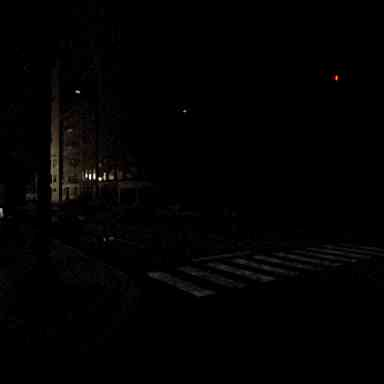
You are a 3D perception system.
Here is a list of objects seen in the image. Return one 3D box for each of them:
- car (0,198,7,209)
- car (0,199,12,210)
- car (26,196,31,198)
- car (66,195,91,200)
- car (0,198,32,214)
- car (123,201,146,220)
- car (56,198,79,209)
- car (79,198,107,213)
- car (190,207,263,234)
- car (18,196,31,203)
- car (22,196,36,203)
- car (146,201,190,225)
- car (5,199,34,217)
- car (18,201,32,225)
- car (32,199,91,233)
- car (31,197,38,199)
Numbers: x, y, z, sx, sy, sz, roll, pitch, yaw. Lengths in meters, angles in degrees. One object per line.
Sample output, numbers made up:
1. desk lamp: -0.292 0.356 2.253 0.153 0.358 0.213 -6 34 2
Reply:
1. car: -27.064 1.514 45.957 2.008 1.369 4.403 0 0 -36
2. car: -23.822 1.547 41.491 1.802 1.307 4.206 0 0 -36
3. car: -30.298 1.594 64.072 1.802 1.307 4.206 0 0 -36
4. car: -14.088 1.333 41.745 2.192 1.841 5.009 0 0 -36
5. car: -17.338 1.519 32.558 2.008 1.369 4.403 0 0 -36
6. car: -4.363 1.463 28.347 1.967 1.590 4.097 0 0 -36
7. car: -17.433 1.542 46.343 1.752 1.417 4.829 0 0 -36
8. car: -10.848 1.602 37.278 1.802 1.307 4.206 0 0 -36
9. car: 2.119 1.577 19.415 2.008 1.369 4.403 0 0 -36
10. car: -36.782 1.561 73.004 1.887 1.381 4.507 0 0 -36
11. car: -33.640 1.539 68.676 1.752 1.417 4.829 0 0 -36
12. car: -1.222 1.550 24.019 1.752 1.417 4.829 0 0 -36
13. car: -14.096 1.520 28.092 2.008 1.369 4.403 0 0 -36
14. car: -10.854 1.553 23.626 1.802 1.307 4.206 0 0 -36
15. car: -7.611 1.413 19.160 1.967 1.590 4.097 0 0 -36
16. car: -27.057 1.594 59.607 1.802 1.307 4.206 0 0 -36
